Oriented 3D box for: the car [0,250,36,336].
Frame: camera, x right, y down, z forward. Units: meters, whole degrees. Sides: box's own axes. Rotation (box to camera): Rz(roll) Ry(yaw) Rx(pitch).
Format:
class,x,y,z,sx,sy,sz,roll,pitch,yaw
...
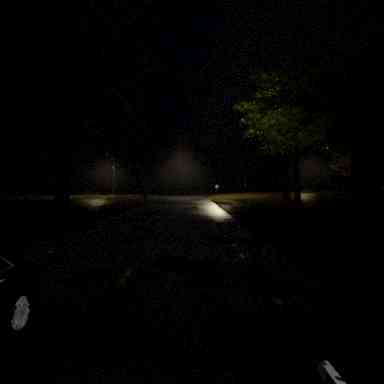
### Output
class,x,y,z,sx,sy,sz,roll,pitch,yaw
car,-3.598,1.505,3.851,1.837,1.490,4.892,0,0,0
